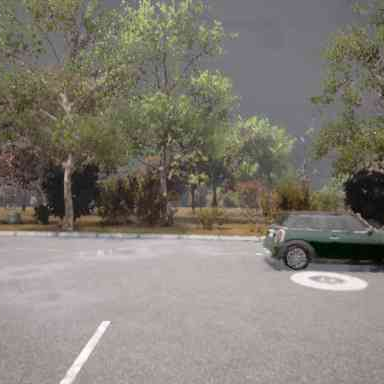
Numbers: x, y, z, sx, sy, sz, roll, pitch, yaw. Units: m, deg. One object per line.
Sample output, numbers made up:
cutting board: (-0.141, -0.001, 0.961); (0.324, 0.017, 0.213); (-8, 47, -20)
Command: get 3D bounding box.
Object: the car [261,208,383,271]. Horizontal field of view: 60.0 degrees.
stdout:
car: (4.602, 1.415, 10.455); (4.553, 1.767, 2.097); (1, -1, 0)
